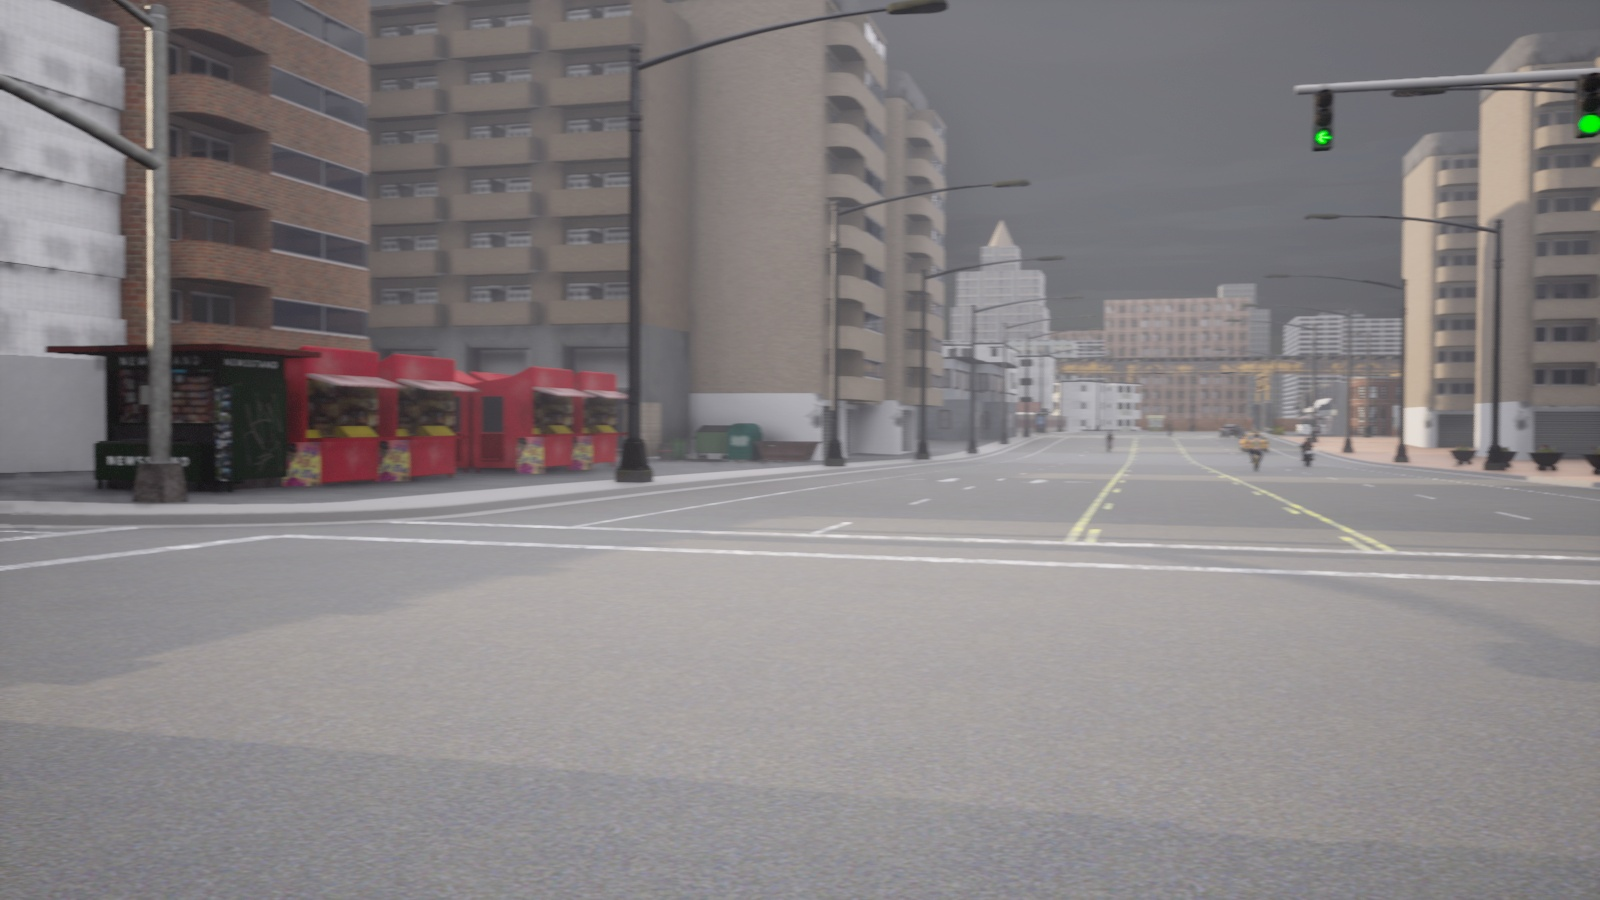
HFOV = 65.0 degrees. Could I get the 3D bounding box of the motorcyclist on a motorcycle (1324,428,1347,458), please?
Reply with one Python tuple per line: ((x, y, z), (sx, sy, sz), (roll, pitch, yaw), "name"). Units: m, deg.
((27.048, -0.353, 63.465), (0.797, 1.523, 2.044), (0, 1, 16), "motorcyclist on a motorcycle")
